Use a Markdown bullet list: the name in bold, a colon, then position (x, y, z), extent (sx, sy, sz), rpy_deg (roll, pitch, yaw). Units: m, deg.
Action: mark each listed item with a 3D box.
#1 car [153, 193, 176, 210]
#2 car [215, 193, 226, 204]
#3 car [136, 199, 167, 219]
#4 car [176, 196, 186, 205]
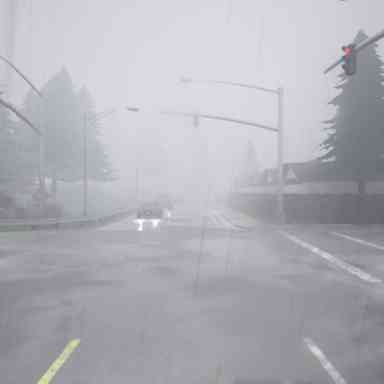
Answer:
- **car**: position (-3.585, 1.186, 42.116), extent (2.150, 2.045, 5.566), rpy_deg (0, 0, 0)
- **car**: position (6.933, 1.158, 61.171), extent (5.566, 2.045, 2.150), rpy_deg (0, 0, -22)
- **car**: position (-3.590, 1.541, 29.098), extent (1.994, 1.385, 4.181), rpy_deg (0, 0, 0)
- **car**: position (-2.627, 1.453, 56.130), extent (1.837, 1.490, 4.892), rpy_deg (-1, 0, 21)
